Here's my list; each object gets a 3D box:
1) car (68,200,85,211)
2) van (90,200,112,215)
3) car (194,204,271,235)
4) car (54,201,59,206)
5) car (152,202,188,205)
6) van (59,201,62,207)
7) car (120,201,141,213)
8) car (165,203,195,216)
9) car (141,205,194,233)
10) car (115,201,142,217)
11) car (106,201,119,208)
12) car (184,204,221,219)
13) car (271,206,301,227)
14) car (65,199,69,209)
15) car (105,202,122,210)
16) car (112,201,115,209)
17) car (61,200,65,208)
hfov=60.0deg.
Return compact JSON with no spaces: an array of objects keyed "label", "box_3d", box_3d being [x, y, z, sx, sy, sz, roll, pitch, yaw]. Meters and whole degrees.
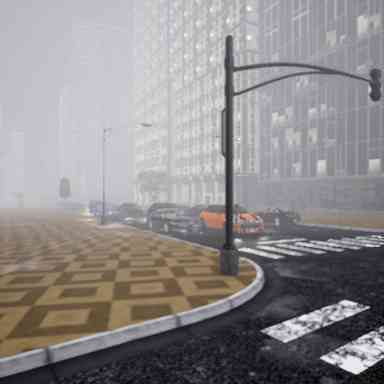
[{"label":"car","box_3d":[-19.138,2.405,56.096,2.008,1.369,4.403,-1,0,-27]},{"label":"van","box_3d":[-11.535,1.908,41.037,1.690,1.788,3.998,-1,0,-27]},{"label":"car","box_3d":[2.209,1.501,19.554,2.097,1.767,4.553,0,-1,-26]},{"label":"car","box_3d":[-31.818,2.894,81.195,1.887,1.381,4.507,-1,0,-27]},{"label":"car","box_3d":[-2.202,1.661,28.341,2.097,1.767,4.553,0,-1,-27]},{"label":"van","box_3d":[-26.751,2.491,71.157,1.690,1.788,3.998,-1,0,-27]},{"label":"car","box_3d":[-9.171,2.173,49.082,1.837,1.490,4.892,0,-1,-26]},{"label":"car","box_3d":[-1.514,2.036,39.794,1.947,1.339,4.313,-1,0,-27]},{"label":"car","box_3d":[-1.385,1.747,20.954,2.008,1.369,4.403,-1,0,-27]},{"label":"car","box_3d":[-6.892,1.958,37.644,1.882,1.535,5.008,0,-1,-27]},{"label":"car","box_3d":[-16.730,2.630,69.915,1.802,1.307,4.206,-1,0,-27]},{"label":"car","box_3d":[1.022,1.943,34.774,1.947,1.339,4.313,-1,0,-27]},{"label":"car","box_3d":[6.094,1.745,24.733,2.008,1.369,4.403,-1,0,-27]},{"label":"car","box_3d":[-21.599,2.474,60.965,1.752,1.417,4.829,-1,0,-27]},{"label":"car","box_3d":[-13.823,2.445,58.219,1.895,1.301,4.718,0,-1,-27]},{"label":"car","box_3d":[-13.872,2.149,51.662,2.097,1.767,4.553,0,-1,-27]},{"label":"car","box_3d":[-24.210,2.595,66.136,1.887,1.381,4.507,-1,0,-27]}]
